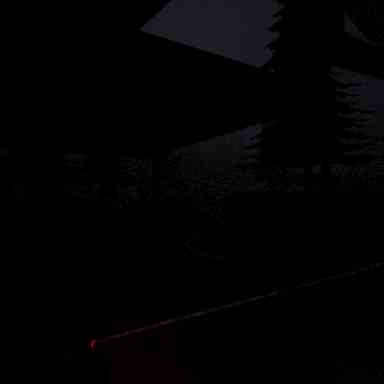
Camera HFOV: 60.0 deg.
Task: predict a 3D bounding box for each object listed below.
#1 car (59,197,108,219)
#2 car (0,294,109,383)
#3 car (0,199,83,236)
[{"bbox_3d":[-8.709,1.289,25.804,3.866,1.878,1.905,0,0,-36],"label":"car"},{"bbox_3d":[-2.951,1.495,1.880,4.902,1.511,2.128,0,0,-35],"label":"car"},{"bbox_3d":[-8.910,1.469,18.675,4.611,1.667,2.242,0,0,-36],"label":"car"}]
